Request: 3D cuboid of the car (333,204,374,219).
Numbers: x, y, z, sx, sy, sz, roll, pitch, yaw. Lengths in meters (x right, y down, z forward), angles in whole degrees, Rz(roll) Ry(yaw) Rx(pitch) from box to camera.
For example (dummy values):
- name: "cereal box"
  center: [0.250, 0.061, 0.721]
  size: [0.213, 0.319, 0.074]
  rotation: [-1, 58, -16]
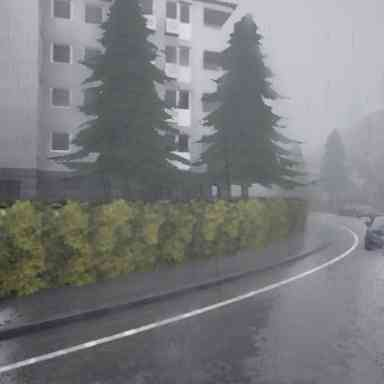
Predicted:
- name: "car"
  center: [16.124, 1.882, 32.772]
  size: [2.033, 1.411, 5.357]
  rotation: [0, 0, -7]

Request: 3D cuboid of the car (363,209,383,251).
- name: "car"
  center: [8.608, 1.683, 14.396]
  size: [1.812, 1.442, 4.674]
  rotation: [1, 0, 29]
